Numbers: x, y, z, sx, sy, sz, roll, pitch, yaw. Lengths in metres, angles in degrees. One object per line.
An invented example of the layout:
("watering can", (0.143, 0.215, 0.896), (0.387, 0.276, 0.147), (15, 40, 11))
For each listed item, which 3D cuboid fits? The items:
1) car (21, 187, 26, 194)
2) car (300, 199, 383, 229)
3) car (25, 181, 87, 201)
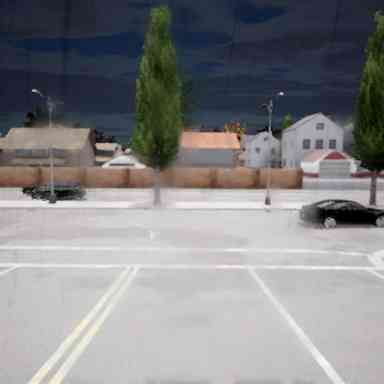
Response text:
("car", (-14.499, -0.290, 33.443), (4.718, 1.301, 1.895), (0, 5, -1))
("car", (8.696, 1.153, 18.855), (5.008, 1.535, 1.882), (0, 4, -7))
("car", (-11.975, -0.193, 29.986), (4.553, 1.767, 2.097), (0, 5, -1))
